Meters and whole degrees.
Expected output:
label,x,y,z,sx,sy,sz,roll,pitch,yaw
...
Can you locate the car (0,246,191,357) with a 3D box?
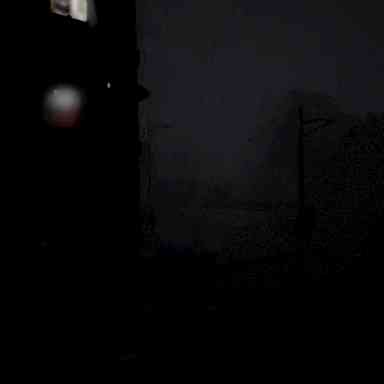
label,x,y,z,sx,sy,sz,roll,pitch,yaw
car,-1.965,1.576,5.293,4.206,1.307,1.802,0,-1,-35
